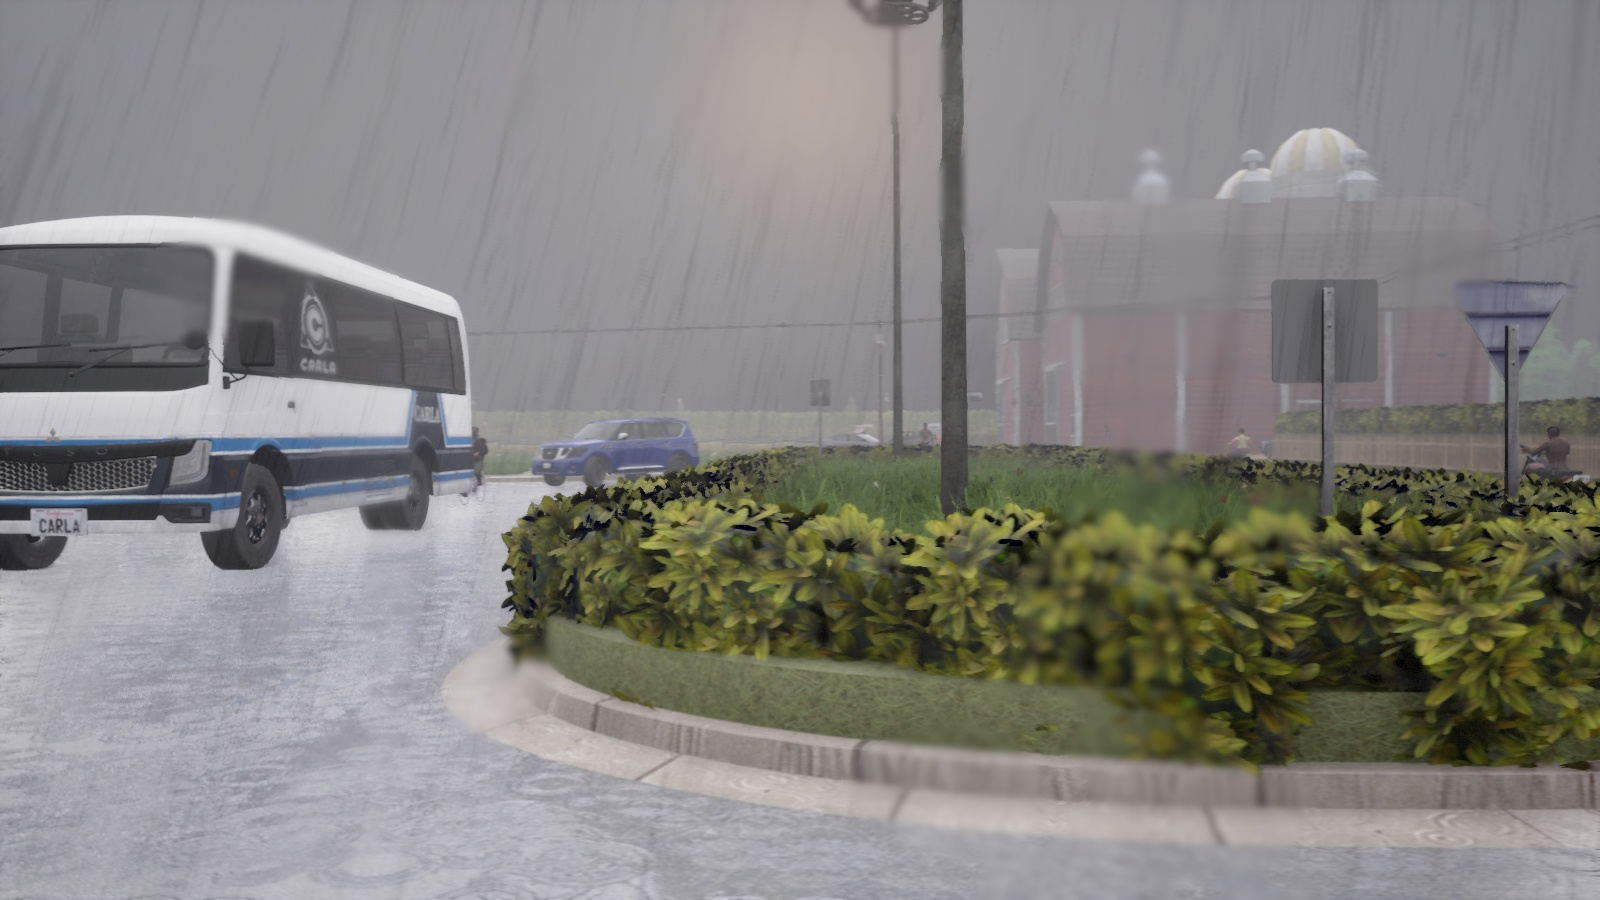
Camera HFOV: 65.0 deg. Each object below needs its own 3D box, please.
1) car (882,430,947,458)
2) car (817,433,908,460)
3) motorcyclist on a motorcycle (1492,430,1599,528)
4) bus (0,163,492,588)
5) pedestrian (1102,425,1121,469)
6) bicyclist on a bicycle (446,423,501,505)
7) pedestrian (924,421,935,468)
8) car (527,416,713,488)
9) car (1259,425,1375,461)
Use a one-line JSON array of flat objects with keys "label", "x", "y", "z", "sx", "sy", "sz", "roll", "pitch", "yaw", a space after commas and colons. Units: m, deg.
[{"label": "car", "x": 6.827, "y": -0.362, "z": 75.026, "sx": 1.851, "sy": 1.617, "sz": 3.988, "roll": -1, "pitch": 1, "yaw": -31}, {"label": "car", "x": 3.571, "y": -0.221, "z": 71.983, "sx": 4.792, "sy": 1.488, "sz": 2.163, "roll": 0, "pitch": 1, "yaw": 30}, {"label": "motorcyclist on a motorcycle", "x": 13.269, "y": 0.472, "z": 22.284, "sx": 0.766, "sy": 1.649, "sz": 2.350, "roll": 0, "pitch": 1, "yaw": 3}, {"label": "bus", "x": -7.742, "y": -0.807, "z": 17.753, "sx": 3.944, "sy": 4.253, "sz": 10.273, "roll": 0, "pitch": 1, "yaw": 2}, {"label": "pedestrian", "x": 13.209, "y": -0.135, "z": 53.249, "sx": 0.694, "sy": 1.848, "sz": 0.540, "roll": 0, "pitch": 1, "yaw": 22}, {"label": "bicyclist on a bicycle", "x": -7.287, "y": 0.293, "z": 28.105, "sx": 0.659, "sy": 1.776, "sz": 1.843, "roll": 0, "pitch": 1, "yaw": 3}, {"label": "pedestrian", "x": 5.096, "y": -0.217, "z": 49.430, "sx": 0.328, "sy": 1.805, "sz": 0.869, "roll": 0, "pitch": 1, "yaw": 13}, {"label": "car", "x": -5.410, "y": -0.007, "z": 38.452, "sx": 2.150, "sy": 2.045, "sz": 5.566, "roll": 1, "pitch": 1, "yaw": 41}, {"label": "car", "x": 25.115, "y": -0.354, "z": 61.045, "sx": 5.027, "sy": 1.651, "sz": 2.152, "roll": 0, "pitch": 1, "yaw": 28}]
